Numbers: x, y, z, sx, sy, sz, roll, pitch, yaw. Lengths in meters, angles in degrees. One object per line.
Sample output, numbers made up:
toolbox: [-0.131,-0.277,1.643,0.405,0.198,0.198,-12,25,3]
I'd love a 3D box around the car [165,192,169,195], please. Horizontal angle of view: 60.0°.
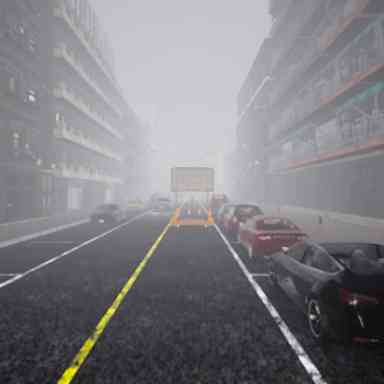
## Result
car: [-5.687,1.013,56.931,2.192,1.841,5.009,0,0,0]

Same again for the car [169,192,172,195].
car: [-5.686,0.856,85.113,2.192,1.841,5.009,0,0,0]

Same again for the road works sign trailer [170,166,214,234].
road works sign trailer: [0.000,0.369,18.601,2.380,3.560,2.880,0,0,0]

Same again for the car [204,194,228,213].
car: [2.693,1.137,34.382,2.192,1.841,5.009,0,0,0]

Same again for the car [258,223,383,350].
car: [2.691,1.534,6.201,1.947,1.339,4.313,0,0,0]

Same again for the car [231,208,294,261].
car: [2.692,1.485,11.838,1.887,1.381,4.507,0,0,0]

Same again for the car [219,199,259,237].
car: [2.692,1.351,17.474,1.967,1.590,4.097,0,0,0]

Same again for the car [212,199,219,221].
car: [2.692,1.432,23.110,2.008,1.369,4.403,0,0,0]

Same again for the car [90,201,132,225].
car: [-5.689,1.447,23.113,1.947,1.339,4.313,0,0,0]

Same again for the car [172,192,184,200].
car: [-2.999,0.854,77.407,2.097,1.767,4.553,0,0,0]

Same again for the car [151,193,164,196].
car: [-5.688,1.169,51.296,1.967,1.590,4.097,0,0,0]

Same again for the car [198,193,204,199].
car: [2.693,1.066,85.280,1.752,1.417,4.829,0,0,0]

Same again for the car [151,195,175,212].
car: [-3.095,1.336,36.397,1.812,1.442,4.674,0,0,0]

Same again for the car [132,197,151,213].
car: [-5.689,1.347,34.216,1.752,1.417,4.829,0,0,0]
